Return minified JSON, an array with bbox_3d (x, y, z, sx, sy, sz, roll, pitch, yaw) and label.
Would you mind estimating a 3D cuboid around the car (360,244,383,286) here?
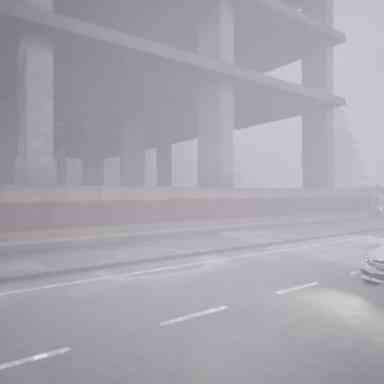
[{"bbox_3d":[6.079,1.518,8.230,4.674,1.442,1.812,0,0,-35],"label":"car"}]
